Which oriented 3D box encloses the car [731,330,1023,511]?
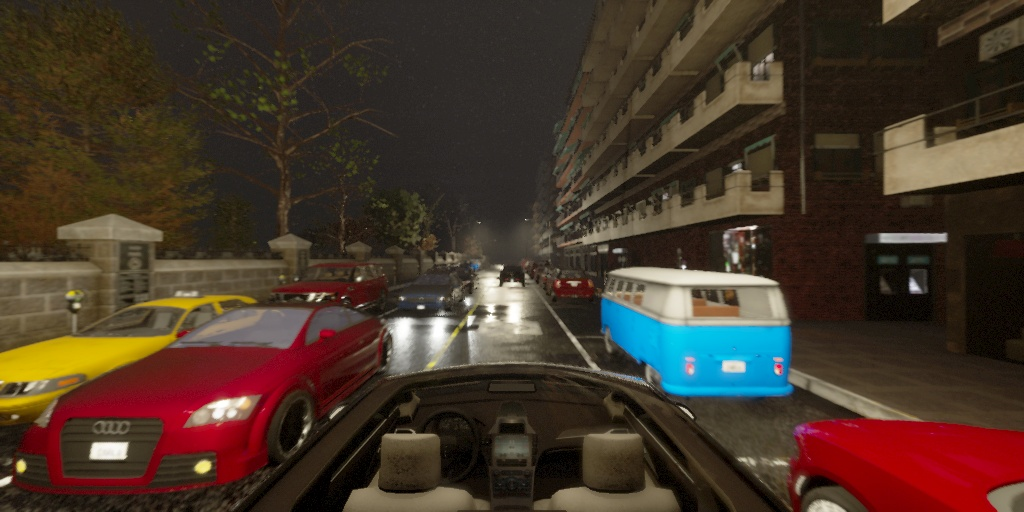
[{"bbox_3d":[2.691,1.289,0.568,1.888,1.381,4.507,0,0,0],"label":"car"}]

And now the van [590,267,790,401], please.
[{"bbox_3d":[2.691,1.116,6.199,1.690,1.789,3.998,0,0,0],"label":"van"}]

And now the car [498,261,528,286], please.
[{"bbox_3d":[0.037,1.406,26.818,1.837,1.490,4.892,0,0,1],"label":"car"}]

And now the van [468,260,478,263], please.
[{"bbox_3d":[-5.687,1.361,45.609,1.690,1.789,3.998,0,0,0],"label":"van"}]

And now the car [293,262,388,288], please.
[{"bbox_3d":[-5.689,1.122,11.830,2.192,1.841,5.009,0,0,0],"label":"car"}]

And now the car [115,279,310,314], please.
[{"bbox_3d":[-5.689,1.300,6.030,1.751,1.417,4.829,0,0,0],"label":"car"}]

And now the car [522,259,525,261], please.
[{"bbox_3d":[2.694,1.499,51.237,1.967,1.591,4.097,0,0,0],"label":"car"}]

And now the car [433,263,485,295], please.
[{"bbox_3d":[-2.999,1.354,20.874,2.128,1.511,4.902,0,0,0],"label":"car"}]

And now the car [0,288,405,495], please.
[{"bbox_3d":[-3.097,1.331,4.757,1.994,1.385,4.181,0,0,0],"label":"car"}]

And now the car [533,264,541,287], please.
[{"bbox_3d":[2.692,1.426,23.089,2.007,1.370,4.403,0,0,0],"label":"car"}]

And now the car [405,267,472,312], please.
[{"bbox_3d":[-3.093,1.373,14.850,2.033,1.411,5.357,0,0,0],"label":"car"}]

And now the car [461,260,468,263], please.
[{"bbox_3d":[-5.687,1.386,34.349,1.967,1.591,4.097,0,0,0],"label":"car"}]

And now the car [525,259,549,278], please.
[{"bbox_3d":[2.693,1.261,34.349,2.192,1.841,5.009,0,0,0],"label":"car"}]

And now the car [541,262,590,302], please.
[{"bbox_3d":[2.692,1.281,17.459,1.967,1.591,4.097,0,0,0],"label":"car"}]

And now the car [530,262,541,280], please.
[{"bbox_3d":[2.693,1.456,28.719,1.888,1.381,4.507,0,0,0],"label":"car"}]

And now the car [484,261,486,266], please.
[{"bbox_3d":[-5.686,1.650,56.868,2.007,1.370,4.403,0,0,0],"label":"car"}]
